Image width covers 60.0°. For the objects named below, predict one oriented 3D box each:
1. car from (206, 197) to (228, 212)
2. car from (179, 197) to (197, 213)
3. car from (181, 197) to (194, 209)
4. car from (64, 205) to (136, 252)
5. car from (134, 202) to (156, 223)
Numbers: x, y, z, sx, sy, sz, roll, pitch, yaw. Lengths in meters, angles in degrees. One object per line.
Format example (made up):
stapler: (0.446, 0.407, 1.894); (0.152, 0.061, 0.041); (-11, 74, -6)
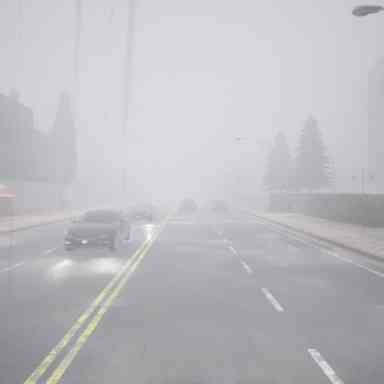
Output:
car: (3.076, 1.551, 38.619); (2.033, 1.411, 5.357); (0, 0, -1)
car: (-0.435, 1.495, 37.662); (2.128, 1.511, 4.902); (0, 0, -1)
car: (-0.619, 1.510, 47.699); (1.837, 1.490, 4.892); (0, 0, 0)
car: (-3.775, 1.508, 14.008); (1.837, 1.490, 4.892); (0, -1, -1)
car: (-3.846, 1.528, 25.959); (1.812, 1.442, 4.674); (0, 0, -1)
